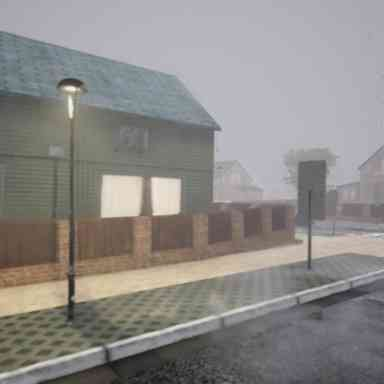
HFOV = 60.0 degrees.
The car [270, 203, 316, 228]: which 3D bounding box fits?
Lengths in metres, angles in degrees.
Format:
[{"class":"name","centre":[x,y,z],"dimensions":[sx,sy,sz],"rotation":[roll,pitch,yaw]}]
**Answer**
[{"class":"car","centre":[5.972,1.562,22.578],"dimensions":[1.882,1.535,5.008],"rotation":[2,-1,-34]}]

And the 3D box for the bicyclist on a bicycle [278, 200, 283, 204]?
[{"class":"bicyclist on a bicycle","centre":[8.007,1.575,30.104],"dimensions":[1.656,1.620,0.582],"rotation":[2,-1,-34]}]
